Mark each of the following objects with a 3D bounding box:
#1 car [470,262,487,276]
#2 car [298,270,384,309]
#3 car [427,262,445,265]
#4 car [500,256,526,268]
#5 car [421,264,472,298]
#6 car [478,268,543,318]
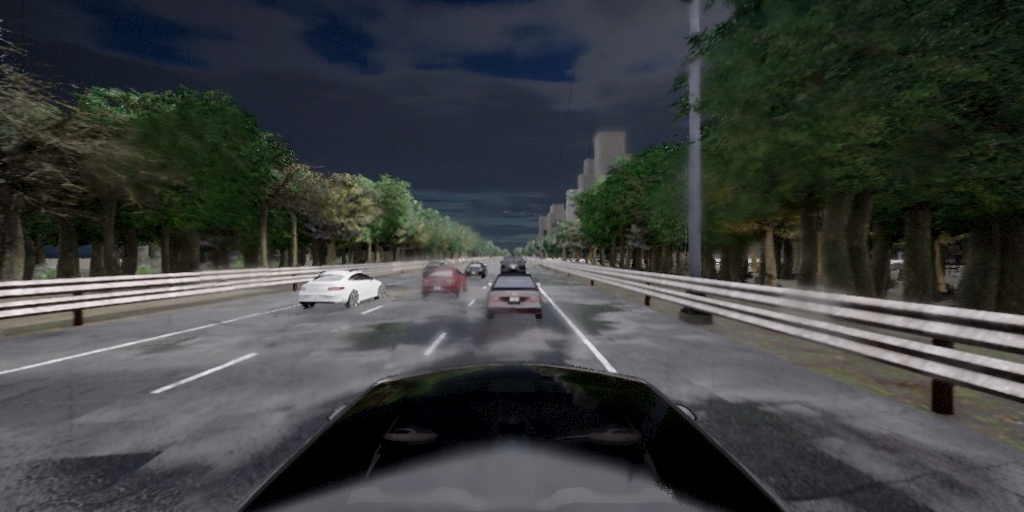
[{"bbox_3d":[-3.392,1.326,34.125,1.812,1.442,4.674,0,0,0],"label":"car"},{"bbox_3d":[-6.909,1.301,14.911,1.812,1.442,4.674,0,0,0],"label":"car"},{"bbox_3d":[-6.894,1.304,33.068,1.837,1.490,4.892,0,0,0],"label":"car"},{"bbox_3d":[0.105,1.019,32.063,2.150,2.045,5.566,0,0,0],"label":"car"},{"bbox_3d":[-3.410,1.307,18.664,1.812,1.442,4.674,0,0,0],"label":"car"},{"bbox_3d":[0.090,1.320,13.018,2.033,1.411,5.357,0,0,0],"label":"car"}]
